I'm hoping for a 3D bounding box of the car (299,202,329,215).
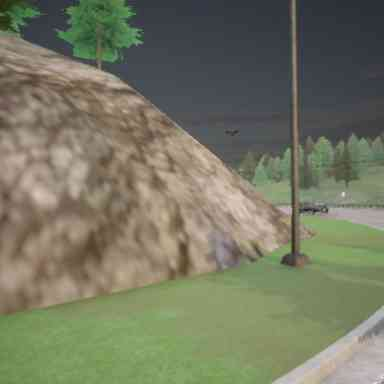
[{"bbox_3d":[13.999,1.832,38.579,1.812,1.442,4.674,0,-1,-11],"label":"car"}]
